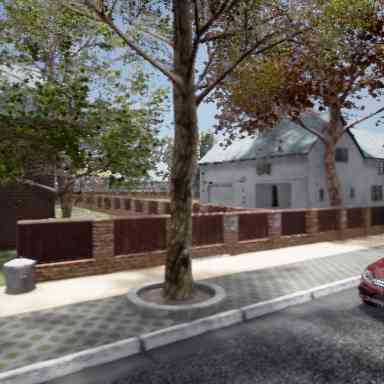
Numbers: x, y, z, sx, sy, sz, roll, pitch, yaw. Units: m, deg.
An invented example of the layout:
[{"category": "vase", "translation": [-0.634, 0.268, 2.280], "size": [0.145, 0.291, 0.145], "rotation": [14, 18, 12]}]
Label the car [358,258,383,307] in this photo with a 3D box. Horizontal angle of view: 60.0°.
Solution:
[{"category": "car", "translation": [5.355, 1.552, 6.873], "size": [4.674, 1.442, 1.812], "rotation": [0, 0, -35]}]
